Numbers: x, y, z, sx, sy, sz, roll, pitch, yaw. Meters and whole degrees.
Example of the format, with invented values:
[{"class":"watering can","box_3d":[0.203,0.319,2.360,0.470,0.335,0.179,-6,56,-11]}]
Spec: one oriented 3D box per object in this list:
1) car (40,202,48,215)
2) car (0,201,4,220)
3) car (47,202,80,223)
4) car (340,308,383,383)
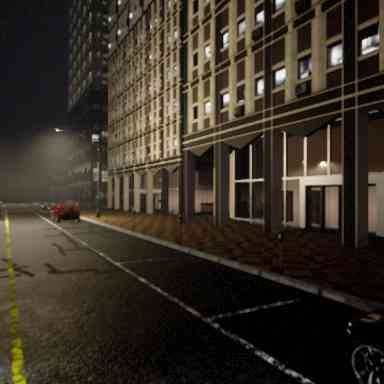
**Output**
[{"class":"car","box_3d":[-15.942,1.801,37.236,2.008,1.369,4.403,0,0,-29]},{"class":"car","box_3d":[-18.411,1.411,30.022,2.150,2.045,5.566,0,-1,-29]},{"class":"car","box_3d":[-10.407,1.730,27.387,1.887,1.381,4.507,0,0,-29]},{"class":"car","box_3d":[3.430,1.594,2.766,1.947,1.339,4.313,0,0,-29]}]
